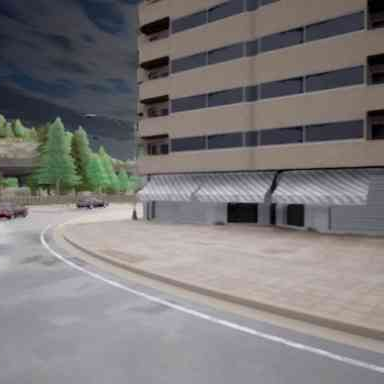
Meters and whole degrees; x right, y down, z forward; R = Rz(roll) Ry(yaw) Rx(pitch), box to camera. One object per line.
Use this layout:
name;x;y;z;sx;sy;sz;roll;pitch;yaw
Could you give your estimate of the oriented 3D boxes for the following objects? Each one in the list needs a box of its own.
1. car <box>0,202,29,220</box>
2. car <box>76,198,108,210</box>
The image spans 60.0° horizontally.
car;-15.146;1.503;27.431;1.994;1.385;4.181;0;0;-5
car;-12.822;1.465;42.980;2.128;1.511;4.902;0;0;20
